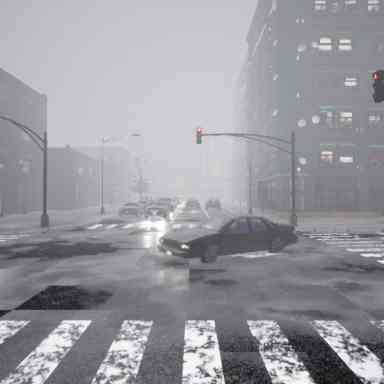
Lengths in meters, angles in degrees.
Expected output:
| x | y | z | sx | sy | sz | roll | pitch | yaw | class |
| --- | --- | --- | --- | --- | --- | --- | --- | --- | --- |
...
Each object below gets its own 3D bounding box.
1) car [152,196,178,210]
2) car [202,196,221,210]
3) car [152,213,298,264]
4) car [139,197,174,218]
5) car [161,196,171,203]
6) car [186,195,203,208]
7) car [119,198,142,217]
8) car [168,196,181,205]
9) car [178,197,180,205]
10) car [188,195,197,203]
| x | y | z | sx | sy | sz | roll | pitch | yaw | class |
| --- | --- | --- | --- | --- | --- | --- | --- | --- | --- |
| -3.089 | 1.361 | 38.924 | 2.097 | 1.767 | 4.553 | 0 | 0 | 0 | car |
| 2.714 | 1.450 | 43.185 | 1.967 | 1.590 | 4.097 | 1 | 0 | 0 | car |
| 1.486 | 1.553 | 12.035 | 5.357 | 1.411 | 2.033 | 0 | 0 | -33 | car |
| -3.092 | 1.499 | 29.905 | 2.128 | 1.511 | 4.902 | 0 | 0 | 0 | car |
| -5.664 | 1.600 | 71.559 | 1.802 | 1.307 | 4.206 | 1 | 0 | 0 | car |
| 0.110 | 1.575 | 47.780 | 1.994 | 1.385 | 4.181 | 0 | 0 | 0 | car |
| -5.747 | 1.552 | 31.757 | 1.887 | 1.381 | 4.507 | 1 | 0 | 0 | car |
| -3.042 | 1.492 | 58.345 | 1.882 | 1.535 | 5.008 | 0 | 0 | 1 | car |
| -3.083 | 1.537 | 47.919 | 1.812 | 1.442 | 4.674 | 0 | 0 | 0 | car |
| 0.088 | 1.495 | 68.801 | 1.882 | 1.535 | 5.008 | 0 | 0 | 0 | car |
